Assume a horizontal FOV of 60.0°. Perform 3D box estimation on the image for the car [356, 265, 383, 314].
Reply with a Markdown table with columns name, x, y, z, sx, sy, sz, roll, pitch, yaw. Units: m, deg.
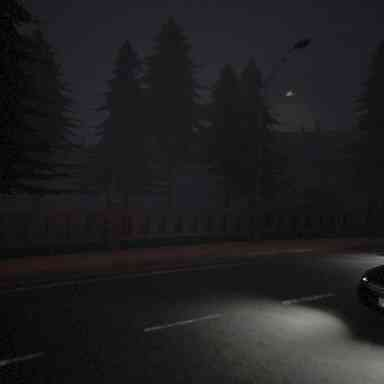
| name | x | y | z | sx | sy | sz | roll | pitch | yaw |
| --- | --- | --- | --- | --- | --- | --- | --- | --- | --- |
| car | 5.347 | 1.586 | 6.261 | 4.674 | 1.442 | 1.812 | 1 | 0 | -21 |
